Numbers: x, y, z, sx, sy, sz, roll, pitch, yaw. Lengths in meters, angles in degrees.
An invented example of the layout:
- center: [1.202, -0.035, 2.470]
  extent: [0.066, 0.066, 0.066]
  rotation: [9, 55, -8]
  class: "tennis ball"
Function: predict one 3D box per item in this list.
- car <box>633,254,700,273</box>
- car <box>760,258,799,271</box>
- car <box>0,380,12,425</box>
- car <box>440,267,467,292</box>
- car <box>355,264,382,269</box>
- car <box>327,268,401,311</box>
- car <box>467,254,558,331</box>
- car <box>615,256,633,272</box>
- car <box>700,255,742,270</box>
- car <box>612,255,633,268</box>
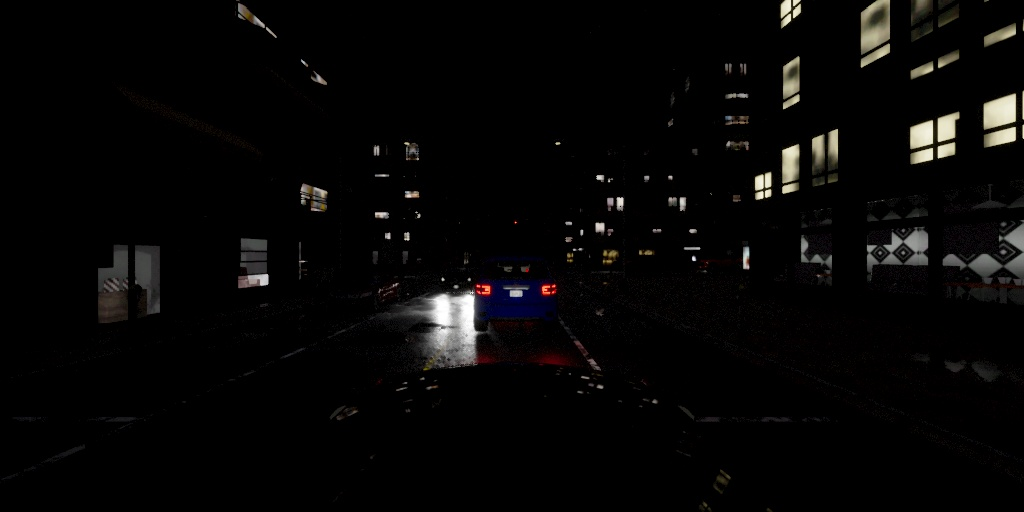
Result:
- center: [14.725, 0.778, 34.439]
  extent: [5.009, 1.841, 2.192]
  rotation: [0, 0, 0]
  class: "car"
- center: [25.819, 0.822, 34.531]
  extent: [4.313, 1.339, 1.948]
  rotation: [0, 0, 0]
  class: "car"
- center: [-5.689, 1.300, 1.551]
  extent: [2.007, 1.370, 4.403]
  rotation: [0, 0, 0]
  class: "car"
- center: [-2.962, 1.351, 21.551]
  extent: [1.895, 1.301, 4.718]
  rotation: [0, 0, 2]
  class: "car"
- center: [-14.852, 1.509, 36.795]
  extent: [4.892, 1.490, 1.837]
  rotation: [-1, 0, -1]
  class: "car"
- center: [-5.734, 1.332, 14.468]
  extent: [1.802, 1.307, 4.207]
  rotation: [0, 0, 0]
  class: "car"
- center: [0.103, 0.971, 11.062]
  extent: [2.150, 2.045, 5.566]
  rotation: [0, 0, 0]
  class: "car"
- center: [14.435, 0.983, 40.208]
  extent: [4.674, 1.442, 1.812]
  rotation: [-1, 0, -1]
  class: "car"
- center: [23.400, 0.642, 40.301]
  extent: [4.553, 1.767, 2.097]
  rotation: [-1, 0, -1]
  class: "car"
- center: [14.594, 0.764, 42.819]
  extent: [5.009, 1.841, 2.192]
  rotation: [0, 0, 0]
  class: "car"
